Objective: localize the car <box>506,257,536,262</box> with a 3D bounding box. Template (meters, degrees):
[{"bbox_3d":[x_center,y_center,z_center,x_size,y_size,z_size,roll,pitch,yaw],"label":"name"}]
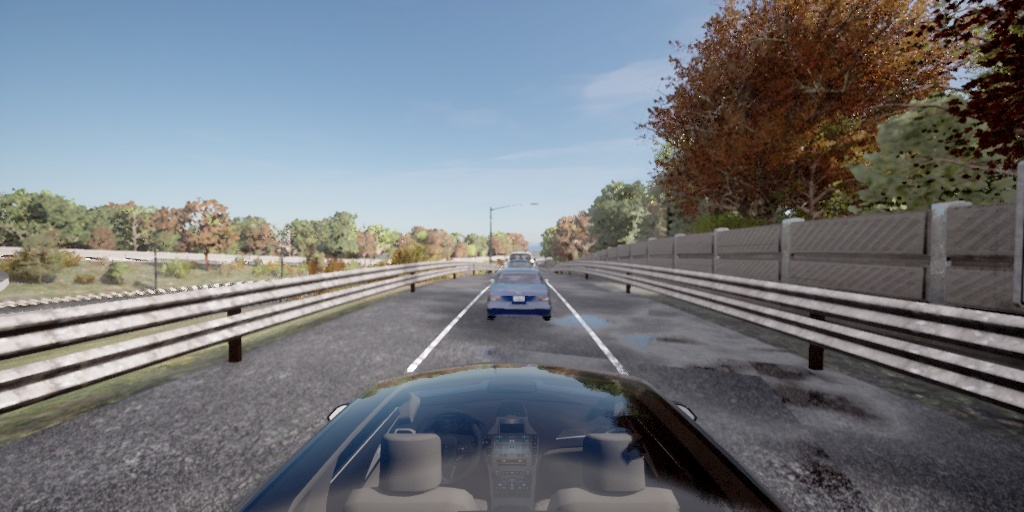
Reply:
[{"bbox_3d":[0.496,0.967,21.885,1.837,1.490,4.892,0,0,2],"label":"car"}]

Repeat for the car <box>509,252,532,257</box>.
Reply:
[{"bbox_3d":[0.682,0.746,28.416,2.150,2.045,5.566,0,-1,2],"label":"car"}]

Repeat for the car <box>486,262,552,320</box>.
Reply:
[{"bbox_3d":[0.231,1.076,11.494,2.033,1.411,5.357,0,1,1],"label":"car"}]
